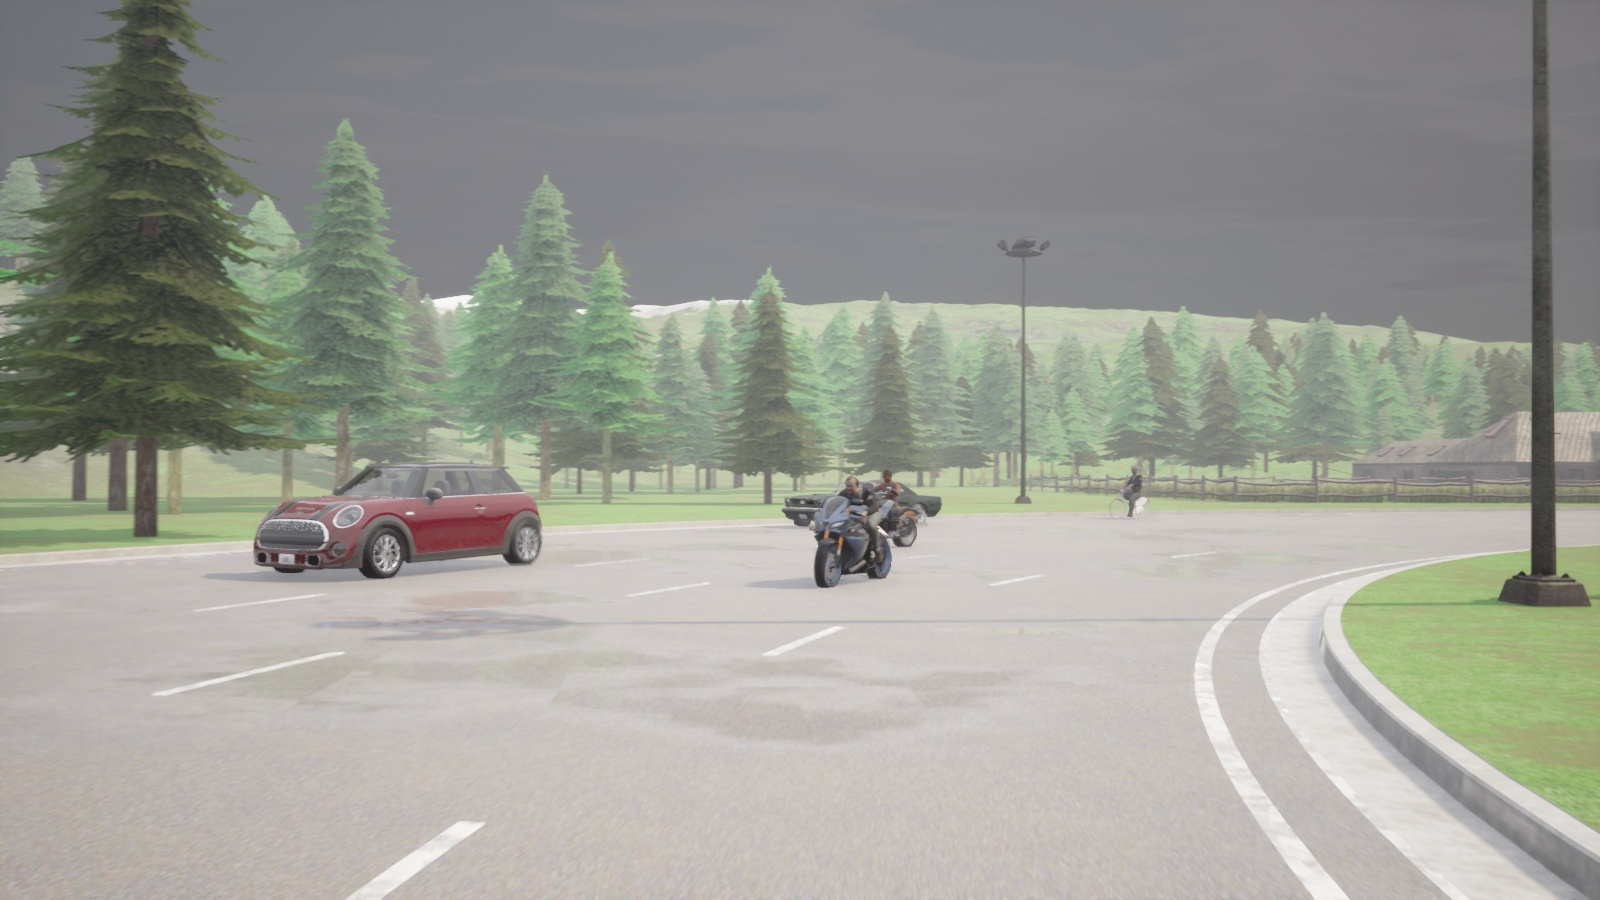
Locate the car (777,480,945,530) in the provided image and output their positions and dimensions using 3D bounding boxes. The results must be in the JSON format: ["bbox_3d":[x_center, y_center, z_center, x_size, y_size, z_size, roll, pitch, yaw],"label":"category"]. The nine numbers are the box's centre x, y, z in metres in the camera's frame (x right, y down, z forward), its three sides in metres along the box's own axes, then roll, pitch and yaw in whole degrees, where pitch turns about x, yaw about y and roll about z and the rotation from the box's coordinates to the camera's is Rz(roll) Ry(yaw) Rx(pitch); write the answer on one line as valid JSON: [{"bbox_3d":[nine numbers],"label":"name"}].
[{"bbox_3d":[1.768,1.503,35.468,4.718,1.301,1.895,1,-1,-41],"label":"car"}]

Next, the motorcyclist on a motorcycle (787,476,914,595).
[{"bbox_3d":[0.738,1.140,17.507,0.866,1.530,2.191,0,-1,29],"label":"motorcyclist on a motorcycle"}]

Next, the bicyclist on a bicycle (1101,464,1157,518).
[{"bbox_3d":[10.967,1.350,41.813,1.843,1.776,0.659,1,-1,-28],"label":"bicyclist on a bicycle"}]

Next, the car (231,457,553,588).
[{"bbox_3d":[-6.101,1.018,19.395,2.097,1.767,4.553,-1,-1,28],"label":"car"}]

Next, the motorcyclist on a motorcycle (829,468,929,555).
[{"bbox_3d":[1.601,1.180,25.107,0.766,1.649,2.350,0,-1,39],"label":"motorcyclist on a motorcycle"}]
